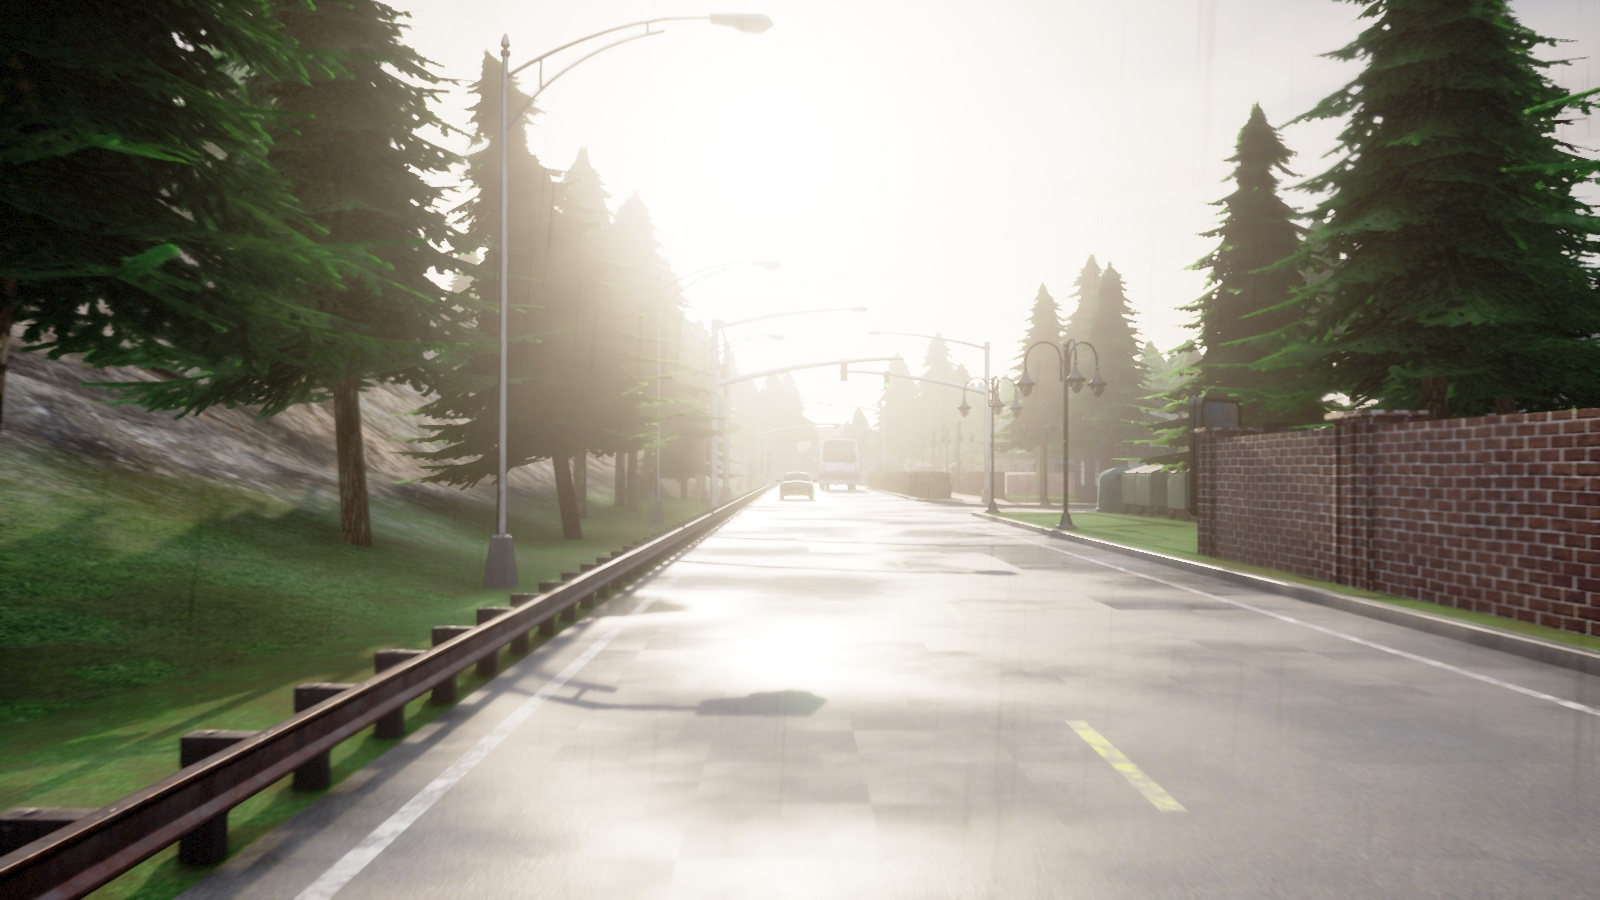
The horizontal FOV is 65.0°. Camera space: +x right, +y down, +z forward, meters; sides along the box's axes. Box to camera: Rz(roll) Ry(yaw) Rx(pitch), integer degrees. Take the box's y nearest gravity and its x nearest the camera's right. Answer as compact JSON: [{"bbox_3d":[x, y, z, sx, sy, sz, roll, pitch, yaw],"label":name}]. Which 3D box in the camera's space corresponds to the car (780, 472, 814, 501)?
[{"bbox_3d":[-0.167,1.974,68.931,1.837,1.490,4.892,0,-1,0],"label":"car"}]
